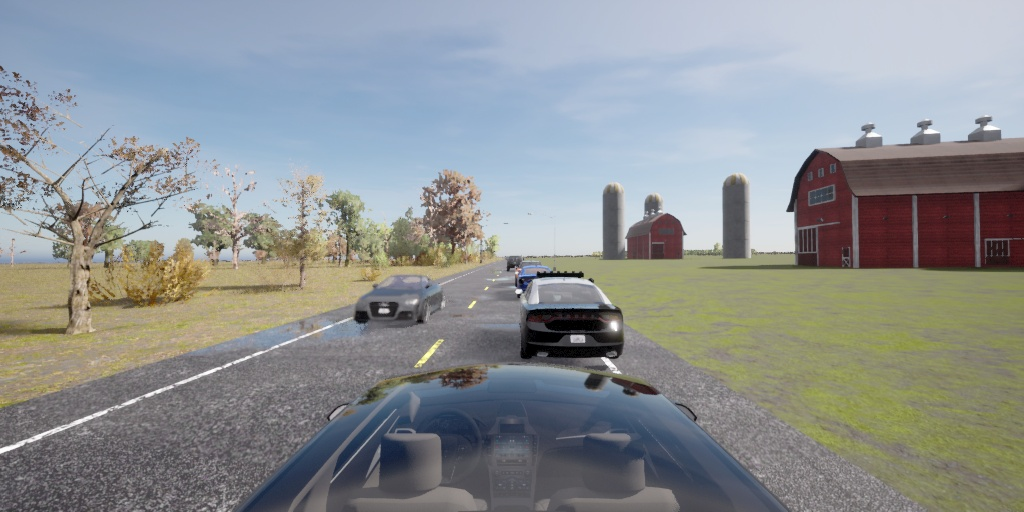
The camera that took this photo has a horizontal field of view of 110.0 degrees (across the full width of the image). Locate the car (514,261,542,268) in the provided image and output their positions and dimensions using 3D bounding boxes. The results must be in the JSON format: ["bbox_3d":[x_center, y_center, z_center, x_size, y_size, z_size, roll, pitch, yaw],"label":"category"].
[{"bbox_3d":[1.204,1.228,18.446,1.882,1.535,5.008,0,0,0],"label":"car"}]

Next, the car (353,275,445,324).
[{"bbox_3d":[-3.502,1.315,11.824,1.994,1.385,4.181,0,0,1],"label":"car"}]

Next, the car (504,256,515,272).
[{"bbox_3d":[0.431,0.962,47.358,2.150,2.045,5.566,0,0,1],"label":"car"}]

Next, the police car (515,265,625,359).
[{"bbox_3d":[1.119,1.176,8.556,1.930,1.638,5.238,0,0,0],"label":"police car"}]

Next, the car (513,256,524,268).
[{"bbox_3d":[1.254,1.100,24.416,2.097,1.767,4.553,0,0,0],"label":"car"}]
